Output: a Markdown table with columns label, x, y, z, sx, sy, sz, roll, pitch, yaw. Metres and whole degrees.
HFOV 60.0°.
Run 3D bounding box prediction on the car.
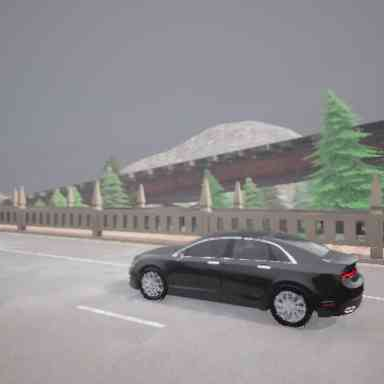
| label | x | y | z | sx | sy | sz | roll | pitch | yaw |
| --- | --- | --- | --- | --- | --- | --- | --- | --- | --- |
| car | 0.881 | 1.563 | 7.049 | 4.892 | 1.490 | 1.837 | -1 | -1 | 30 |
